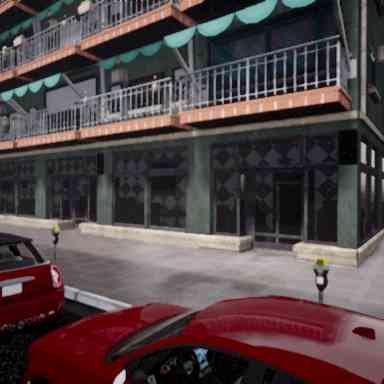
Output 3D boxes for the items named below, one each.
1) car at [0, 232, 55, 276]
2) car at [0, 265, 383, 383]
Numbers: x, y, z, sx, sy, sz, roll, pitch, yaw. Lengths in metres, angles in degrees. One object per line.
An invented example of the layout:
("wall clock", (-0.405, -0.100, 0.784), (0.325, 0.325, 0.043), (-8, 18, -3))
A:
("car", (-4.104, 1.385, 5.812), (4.097, 1.590, 1.967), (1, 0, 36))
("car", (0.481, 1.537, 2.534), (4.507, 1.381, 1.887), (1, 0, 36))
